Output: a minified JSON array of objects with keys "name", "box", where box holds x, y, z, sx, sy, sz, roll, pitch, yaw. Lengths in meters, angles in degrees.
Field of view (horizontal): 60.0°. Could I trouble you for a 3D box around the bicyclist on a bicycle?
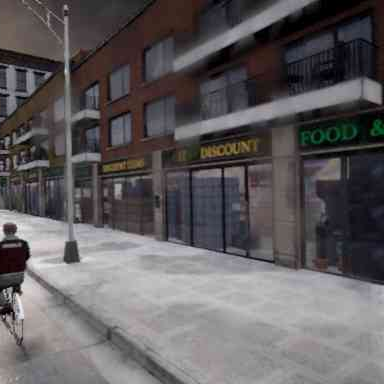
[{"name":"bicyclist on a bicycle","box":[-2.908,1.352,5.284,0.659,1.776,1.843,-1,1,-39]}]
